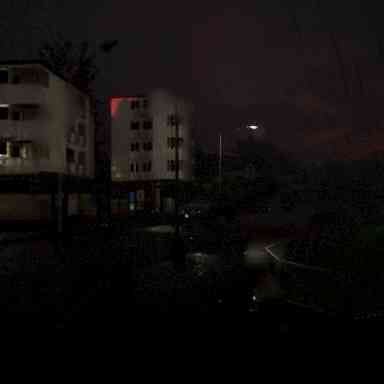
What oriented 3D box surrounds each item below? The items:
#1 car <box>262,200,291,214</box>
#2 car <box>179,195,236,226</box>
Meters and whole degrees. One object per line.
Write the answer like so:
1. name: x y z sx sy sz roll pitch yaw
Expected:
1. car: 9.030 1.587 35.338 1.994 1.385 4.181 0 0 36
2. car: 1.239 1.246 24.446 2.150 2.045 5.566 0 0 36
